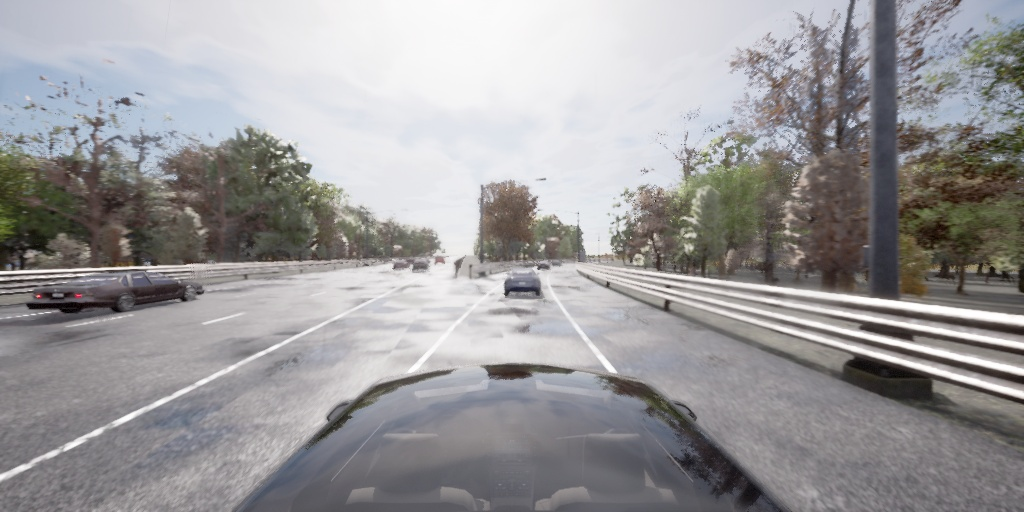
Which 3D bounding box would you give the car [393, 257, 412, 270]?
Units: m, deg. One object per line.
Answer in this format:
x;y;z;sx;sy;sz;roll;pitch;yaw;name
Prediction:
-16.088;1.236;52.305;1.812;1.442;4.674;0;0;-7;car

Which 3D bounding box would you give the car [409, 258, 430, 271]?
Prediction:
-11.896;1.216;47.170;1.837;1.490;4.892;0;0;-7;car

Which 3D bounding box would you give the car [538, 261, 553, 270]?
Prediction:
5.294;1.504;58.854;1.812;1.442;4.674;0;-1;10;car

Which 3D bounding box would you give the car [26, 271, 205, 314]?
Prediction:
-14.657;1.288;13.812;2.033;1.411;5.357;0;0;-7;car

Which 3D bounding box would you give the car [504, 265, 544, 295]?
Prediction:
0.636;1.376;20.291;1.994;1.385;4.181;0;0;3;car
